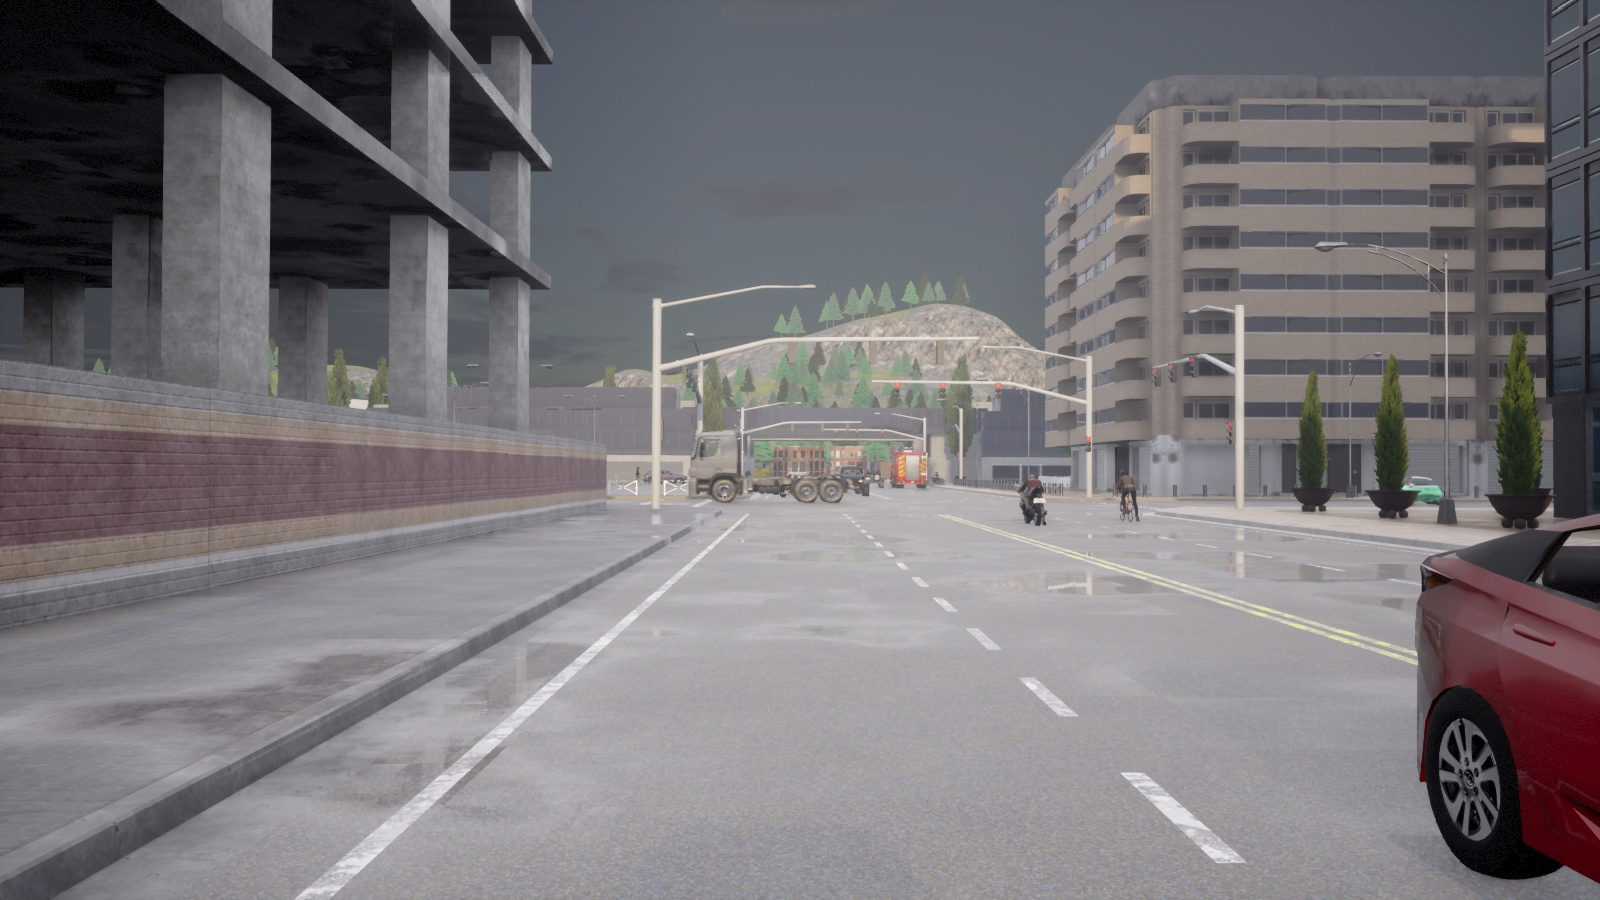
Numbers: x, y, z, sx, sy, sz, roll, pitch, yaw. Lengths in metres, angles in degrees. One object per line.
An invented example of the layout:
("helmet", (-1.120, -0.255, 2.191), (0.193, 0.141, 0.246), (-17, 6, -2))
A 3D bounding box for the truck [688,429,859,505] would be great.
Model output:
("truck", (-1.261, 0.805, 59.651), (7.936, 3.462, 2.891), (0, -1, -1))

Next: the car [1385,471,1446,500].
("car", (29.423, 1.703, 60.080), (2.207, 1.376, 1.481), (0, -1, 0))

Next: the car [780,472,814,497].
("car", (-0.174, 2.047, 75.606), (1.970, 1.475, 3.806), (0, -1, 0))

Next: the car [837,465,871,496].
("car", (3.317, 1.907, 78.188), (1.905, 1.878, 3.866), (0, -1, 0))

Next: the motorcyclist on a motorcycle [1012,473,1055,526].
("motorcyclist on a motorcycle", (6.914, 1.446, 37.268), (0.866, 1.530, 2.191), (0, -1, 0))

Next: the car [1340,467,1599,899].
("car", (3.492, 0.806, 3.505), (2.007, 1.525, 4.514), (0, -1, 0))
